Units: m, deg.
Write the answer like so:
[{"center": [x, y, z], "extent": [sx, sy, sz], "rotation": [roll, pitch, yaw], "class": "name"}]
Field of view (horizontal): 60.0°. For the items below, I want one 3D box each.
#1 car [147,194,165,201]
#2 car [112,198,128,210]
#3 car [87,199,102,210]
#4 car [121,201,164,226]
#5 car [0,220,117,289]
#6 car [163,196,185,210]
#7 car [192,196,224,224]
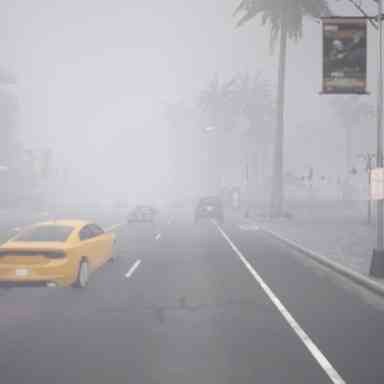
[{"center": [-6.039, 1.413, 56.952], "extent": [2.150, 2.045, 5.566], "rotation": [0, 0, -23], "class": "car"}, {"center": [-10.091, 1.636, 46.605], "extent": [1.882, 1.535, 5.008], "rotation": [0, 0, -17], "class": "car"}, {"center": [-13.291, 1.679, 45.164], "extent": [1.812, 1.442, 4.674], "rotation": [0, 0, -17], "class": "car"}, {"center": [-3.484, 1.631, 24.354], "extent": [2.033, 1.411, 5.357], "rotation": [0, 0, 0], "class": "car"}, {"center": [-3.455, 1.510, 9.277], "extent": [1.882, 1.535, 5.008], "rotation": [0, -1, 1], "class": "car"}, {"center": [-2.341, 1.635, 45.948], "extent": [1.882, 1.535, 5.008], "rotation": [0, 0, -15], "class": "car"}, {"center": [1.224, 1.308, 25.507], "extent": [2.150, 2.045, 5.566], "rotation": [0, 0, 0], "class": "car"}]
